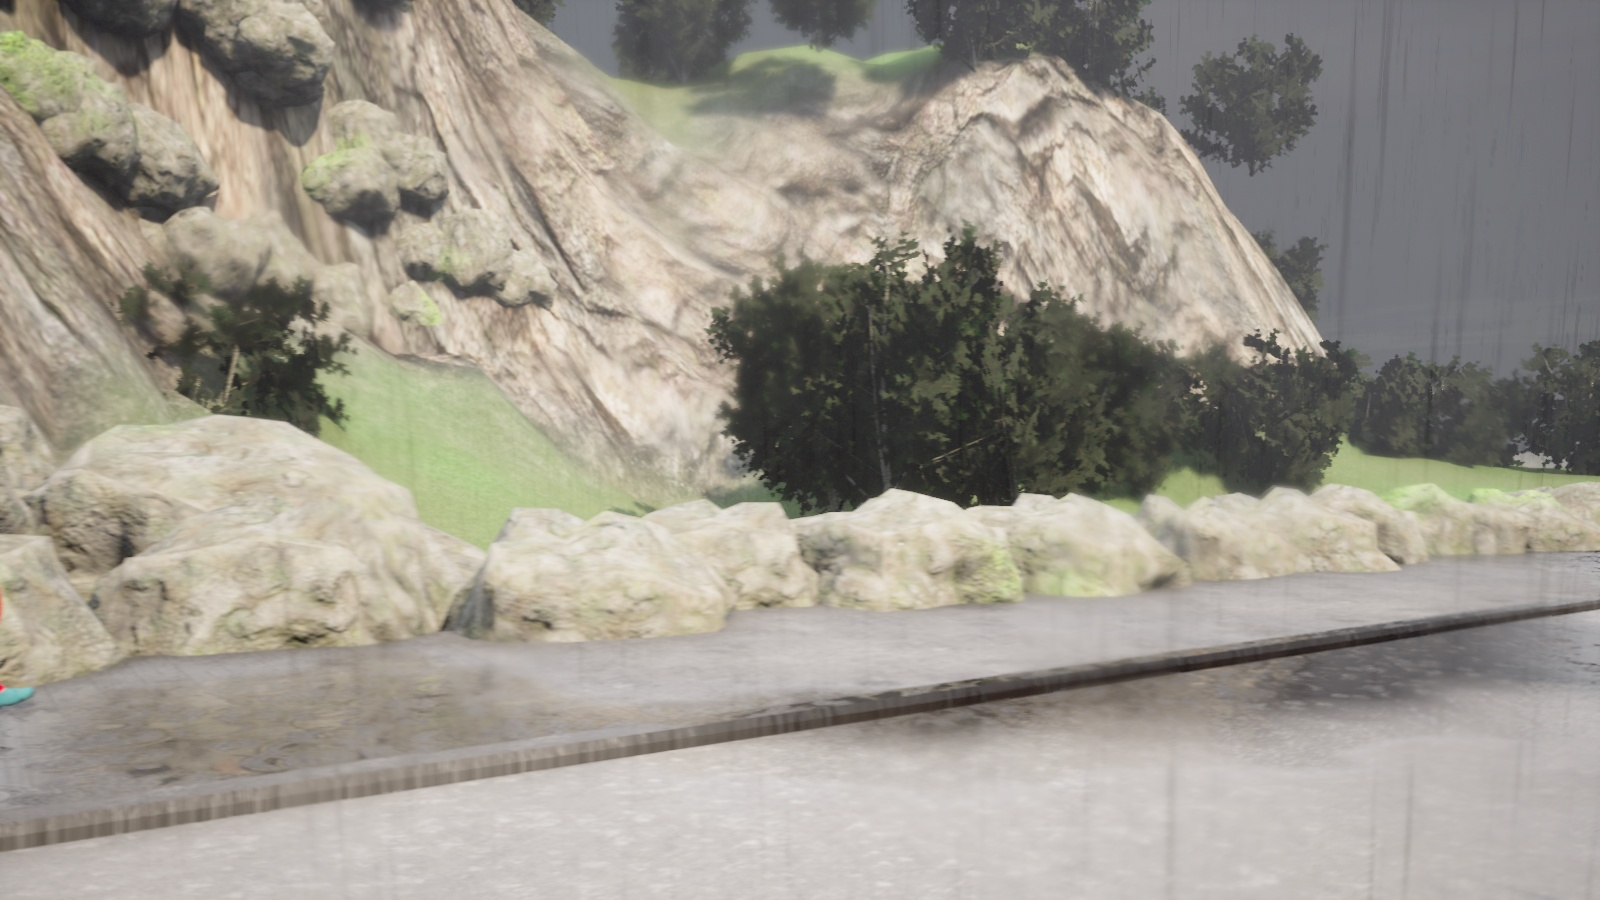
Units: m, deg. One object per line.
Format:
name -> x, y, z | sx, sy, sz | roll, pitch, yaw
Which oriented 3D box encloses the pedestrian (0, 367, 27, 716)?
pedestrian -> -4.449, 0.480, 6.582 | 0.345, 1.836, 0.594 | 0, 0, 40
